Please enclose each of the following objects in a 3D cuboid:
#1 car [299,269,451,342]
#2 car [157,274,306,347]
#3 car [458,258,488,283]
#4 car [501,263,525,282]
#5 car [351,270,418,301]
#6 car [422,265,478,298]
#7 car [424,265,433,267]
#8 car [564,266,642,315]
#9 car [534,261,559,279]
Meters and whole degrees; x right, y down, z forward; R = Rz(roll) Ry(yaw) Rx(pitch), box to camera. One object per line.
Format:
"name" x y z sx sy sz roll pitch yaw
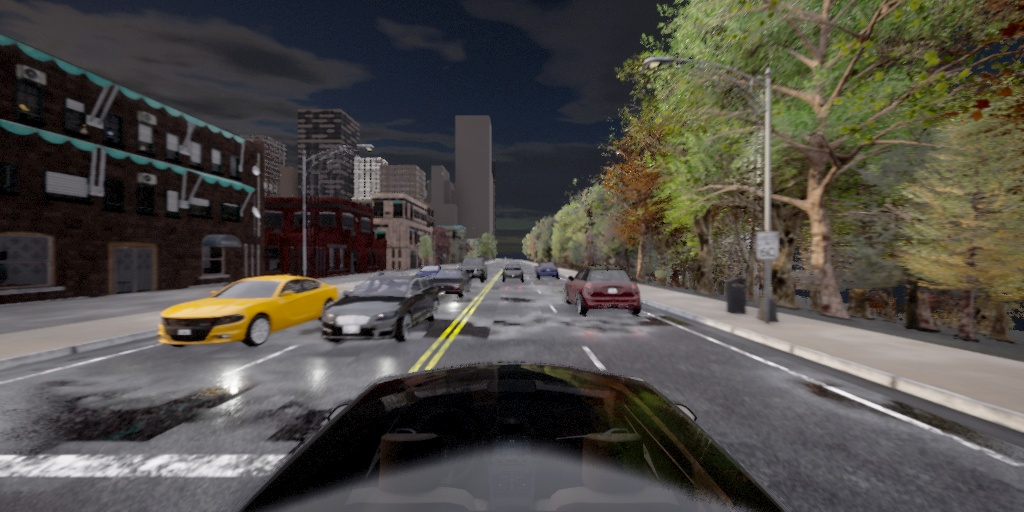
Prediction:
"car" -3.329 1.293 9.991 2.128 1.511 4.902 0 0 1
"car" -6.589 1.278 9.721 1.882 1.535 5.008 0 0 0
"car" -3.263 1.153 30.573 2.150 2.045 5.566 0 0 0
"car" 0.090 1.430 31.742 2.128 1.511 4.902 0 0 0
"car" -6.551 1.459 19.018 1.895 1.301 4.718 0 0 -1
"car" -3.319 1.411 19.860 2.033 1.411 5.357 0 0 0
"car" -6.511 1.448 29.229 1.812 1.442 4.674 0 0 0
"car" 3.346 1.180 14.058 2.097 1.767 4.553 0 0 0
"car" 3.338 1.313 35.281 2.097 1.767 4.553 0 0 0
